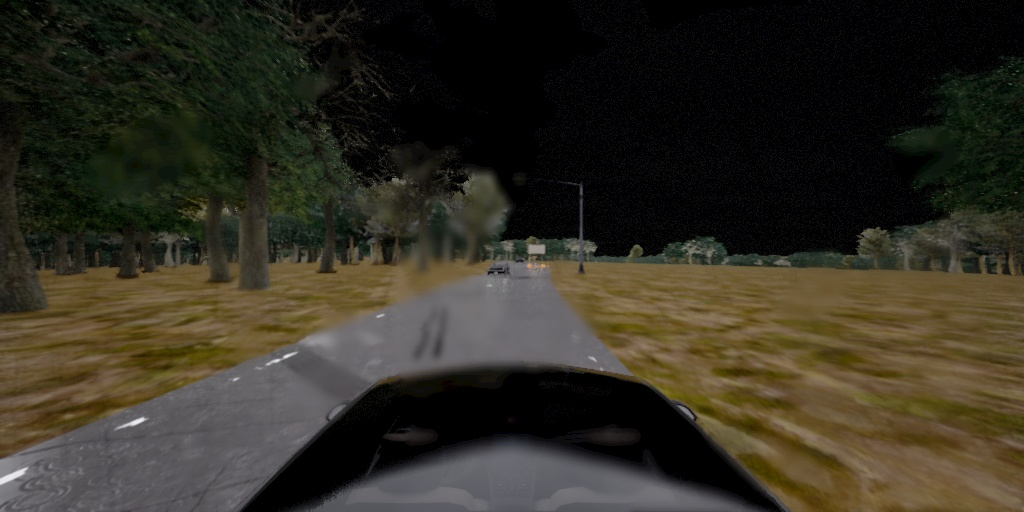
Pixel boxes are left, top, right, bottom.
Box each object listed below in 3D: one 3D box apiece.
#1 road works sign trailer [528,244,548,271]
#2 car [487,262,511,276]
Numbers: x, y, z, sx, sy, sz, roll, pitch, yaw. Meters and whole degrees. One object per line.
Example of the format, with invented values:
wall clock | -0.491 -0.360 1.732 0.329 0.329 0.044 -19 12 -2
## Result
road works sign trailer | 3.289 0.111 48.322 2.380 3.560 2.880 0 0 5
car | -1.279 1.272 35.670 1.895 1.301 4.718 0 0 6
